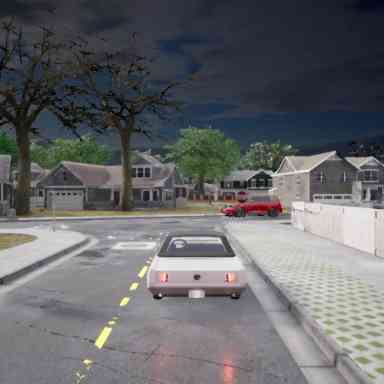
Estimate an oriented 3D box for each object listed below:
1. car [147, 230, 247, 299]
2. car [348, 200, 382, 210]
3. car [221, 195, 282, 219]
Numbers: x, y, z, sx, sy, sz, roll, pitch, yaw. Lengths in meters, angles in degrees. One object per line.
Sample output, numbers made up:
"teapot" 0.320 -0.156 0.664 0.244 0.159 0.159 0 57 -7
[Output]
"car" 0.097 1.602 8.374 1.895 1.301 4.718 0 0 0
"car" 16.756 1.599 33.524 4.892 1.490 1.837 1 0 -18
"car" 5.364 1.264 29.578 5.566 2.045 2.150 0 0 -21
